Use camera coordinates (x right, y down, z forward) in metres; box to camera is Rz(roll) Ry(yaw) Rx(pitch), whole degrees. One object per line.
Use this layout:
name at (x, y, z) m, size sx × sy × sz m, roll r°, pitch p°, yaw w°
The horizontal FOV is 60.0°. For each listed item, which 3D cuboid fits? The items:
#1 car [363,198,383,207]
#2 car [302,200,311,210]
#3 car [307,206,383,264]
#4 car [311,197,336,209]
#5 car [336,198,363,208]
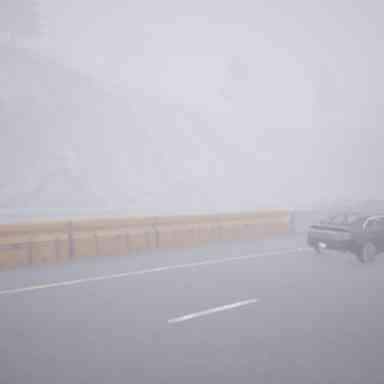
car at (18.039, 1.447, 29.762) m, size 4.892 × 1.490 × 1.837 m, roll 0°, pitch 0°, yaw -23°
car at (15.545, 1.406, 40.096) m, size 4.902 × 1.511 × 2.128 m, roll 0°, pitch 0°, yaw -23°
car at (6.212, 1.468, 11.761) m, size 4.902 × 1.511 × 2.128 m, roll 0°, pitch 0°, yaw -31°
car at (15.999, 1.402, 36.491) m, size 5.008 × 1.535 × 1.882 m, roll 0°, pitch 0°, yaw -23°
car at (17.256, 1.411, 33.227) m, size 5.008 × 1.535 × 1.882 m, roll 0°, pitch 0°, yaw -23°
